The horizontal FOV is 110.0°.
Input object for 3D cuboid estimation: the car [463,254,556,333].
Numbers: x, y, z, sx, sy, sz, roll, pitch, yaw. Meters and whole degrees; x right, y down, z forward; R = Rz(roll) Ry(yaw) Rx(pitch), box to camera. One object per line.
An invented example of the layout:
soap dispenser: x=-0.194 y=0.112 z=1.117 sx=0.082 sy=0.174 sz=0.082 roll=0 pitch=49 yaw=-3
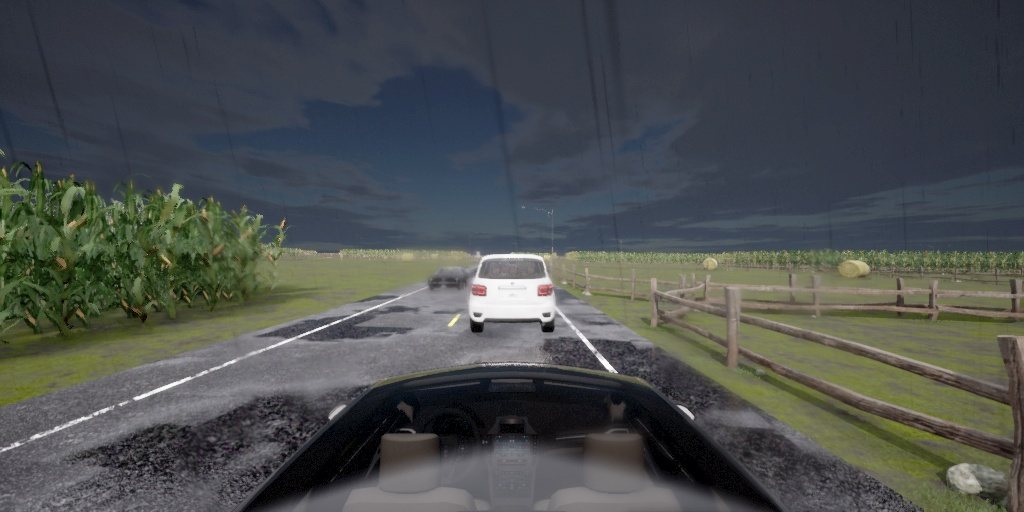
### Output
car: x=0.016 y=0.972 z=10.909 sx=2.150 sy=2.045 sz=5.566 roll=0 pitch=0 yaw=0

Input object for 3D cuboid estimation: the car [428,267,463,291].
car: x=-3.752 y=1.346 z=21.744 sx=1.895 sy=1.301 sz=4.718 roll=0 pitch=0 yaw=-1
